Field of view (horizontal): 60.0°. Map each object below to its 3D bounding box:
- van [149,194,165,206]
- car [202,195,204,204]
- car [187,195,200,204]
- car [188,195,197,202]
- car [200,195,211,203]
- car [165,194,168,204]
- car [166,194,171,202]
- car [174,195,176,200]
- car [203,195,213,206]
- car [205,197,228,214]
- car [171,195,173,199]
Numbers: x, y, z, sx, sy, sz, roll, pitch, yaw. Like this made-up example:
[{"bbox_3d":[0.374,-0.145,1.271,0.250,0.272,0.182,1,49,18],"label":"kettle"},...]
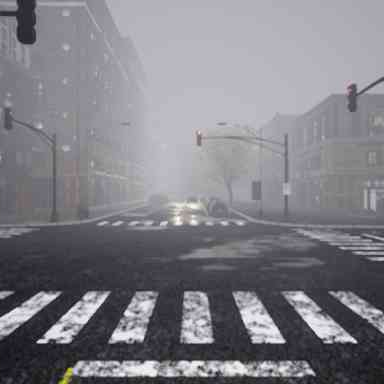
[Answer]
[{"bbox_3d":[-5.639,1.265,51.309,1.690,1.788,3.998,0,0,0],"label":"van"},{"bbox_3d":[2.736,1.369,45.602,1.967,1.590,4.097,0,0,0],"label":"car"},{"bbox_3d":[0.064,1.397,60.984,1.882,1.535,5.008,0,0,0],"label":"car"},{"bbox_3d":[0.074,1.354,71.401,1.812,1.442,4.674,0,0,0],"label":"car"},{"bbox_3d":[2.759,1.358,68.389,1.967,1.590,4.097,0,0,0],"label":"car"},{"bbox_3d":[-5.633,1.502,57.006,1.802,1.307,4.206,0,0,0],"label":"car"},{"bbox_3d":[-5.627,1.233,62.703,2.192,1.841,5.009,0,0,0],"label":"car"},{"bbox_3d":[-5.599,1.449,91.017,1.752,1.417,4.829,0,0,0],"label":"car"},{"bbox_3d":[2.731,1.374,39.905,1.967,1.590,4.097,0,0,0],"label":"car"},{"bbox_3d":[2.725,1.491,34.208,2.008,1.369,4.403,0,0,0],"label":"car"},{"bbox_3d":[-5.621,1.484,68.400,1.947,1.339,4.313,0,0,0],"label":"car"}]
